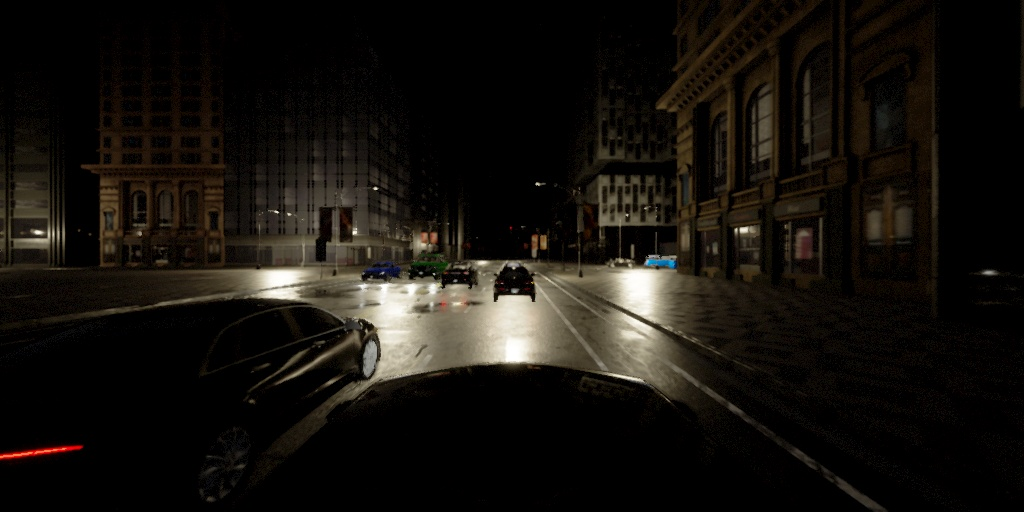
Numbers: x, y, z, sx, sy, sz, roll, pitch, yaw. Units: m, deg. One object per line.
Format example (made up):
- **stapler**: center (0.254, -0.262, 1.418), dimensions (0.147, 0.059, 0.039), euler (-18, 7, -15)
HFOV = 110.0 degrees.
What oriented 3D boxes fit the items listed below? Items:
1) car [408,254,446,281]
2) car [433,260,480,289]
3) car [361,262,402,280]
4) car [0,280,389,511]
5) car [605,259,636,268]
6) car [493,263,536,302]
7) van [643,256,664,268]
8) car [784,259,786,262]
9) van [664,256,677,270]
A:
- **car**: center (-6.523, 0.872, 28.524), dimensions (2.150, 2.045, 5.566), euler (0, 0, 1)
- **car**: center (-3.138, 1.164, 22.255), dimensions (2.128, 1.511, 4.902), euler (0, 0, 0)
- **car**: center (-9.783, 1.179, 27.347), dimensions (1.812, 1.442, 4.674), euler (0, 0, 1)
- **car**: center (-3.148, 1.245, 4.210), dimensions (1.837, 1.490, 4.892), euler (0, 0, 0)
- **car**: center (15.909, 1.067, 52.800), dimensions (4.403, 1.370, 2.007), euler (0, 0, 0)
- **car**: center (0.108, 1.220, 16.631), dimensions (1.812, 1.442, 4.674), euler (0, 0, 0)
- **van**: center (21.527, 0.846, 52.772), dimensions (3.998, 1.789, 1.690), euler (0, 0, 0)
- **car**: center (32.724, 1.087, 44.193), dimensions (4.207, 1.307, 1.802), euler (0, 0, 0)
- **van**: center (21.487, 0.868, 44.247), dimensions (3.998, 1.789, 1.690), euler (0, 0, 0)
